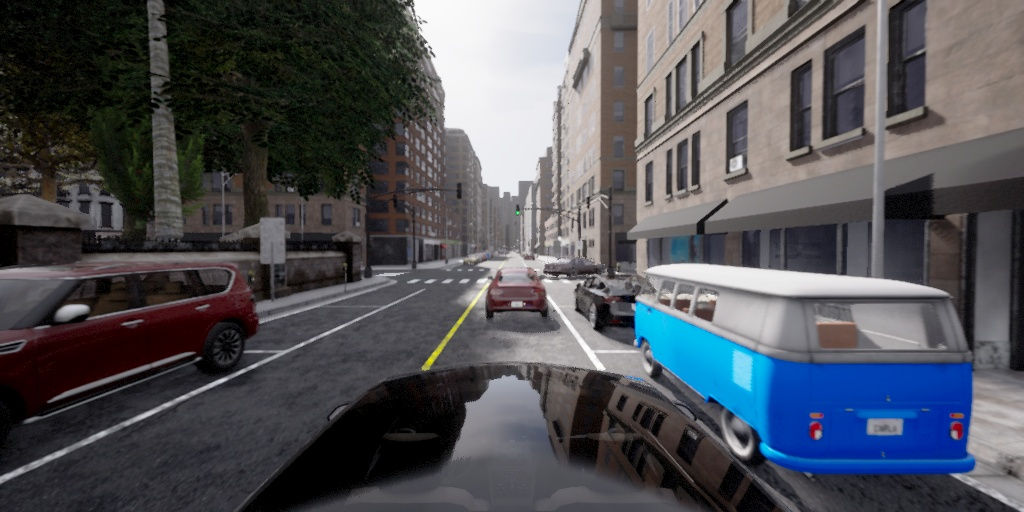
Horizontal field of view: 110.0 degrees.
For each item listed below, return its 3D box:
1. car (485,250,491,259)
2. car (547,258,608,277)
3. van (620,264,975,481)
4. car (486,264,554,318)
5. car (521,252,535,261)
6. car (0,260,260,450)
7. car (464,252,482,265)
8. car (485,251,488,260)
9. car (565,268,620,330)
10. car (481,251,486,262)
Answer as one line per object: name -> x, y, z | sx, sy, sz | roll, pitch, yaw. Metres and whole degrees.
car -> -5.390, 0.122, 64.637 | 1.888, 1.381, 4.507 | 0, 0, 0
car -> 4.821, 0.833, 26.652 | 5.357, 1.411, 2.033 | -1, 1, -35
van -> 2.868, 1.037, 4.610 | 1.690, 1.789, 3.998 | 0, 0, 0
car -> 0.145, 1.087, 11.914 | 1.812, 1.442, 4.674 | 0, 1, 0
car -> 3.134, 0.016, 64.635 | 1.967, 1.591, 4.097 | 0, 0, 0
car -> -5.657, 1.012, 4.607 | 2.192, 1.841, 5.009 | 0, 0, 0
car -> -5.464, 0.402, 48.118 | 1.751, 1.417, 4.829 | 0, 0, 0
car -> -5.415, 0.221, 59.187 | 1.888, 1.381, 4.507 | 0, 0, 0
car -> 2.893, 1.157, 10.269 | 1.948, 1.339, 4.313 | 0, 0, 0
car -> -5.439, 0.326, 53.737 | 2.007, 1.370, 4.403 | 0, 0, 0
